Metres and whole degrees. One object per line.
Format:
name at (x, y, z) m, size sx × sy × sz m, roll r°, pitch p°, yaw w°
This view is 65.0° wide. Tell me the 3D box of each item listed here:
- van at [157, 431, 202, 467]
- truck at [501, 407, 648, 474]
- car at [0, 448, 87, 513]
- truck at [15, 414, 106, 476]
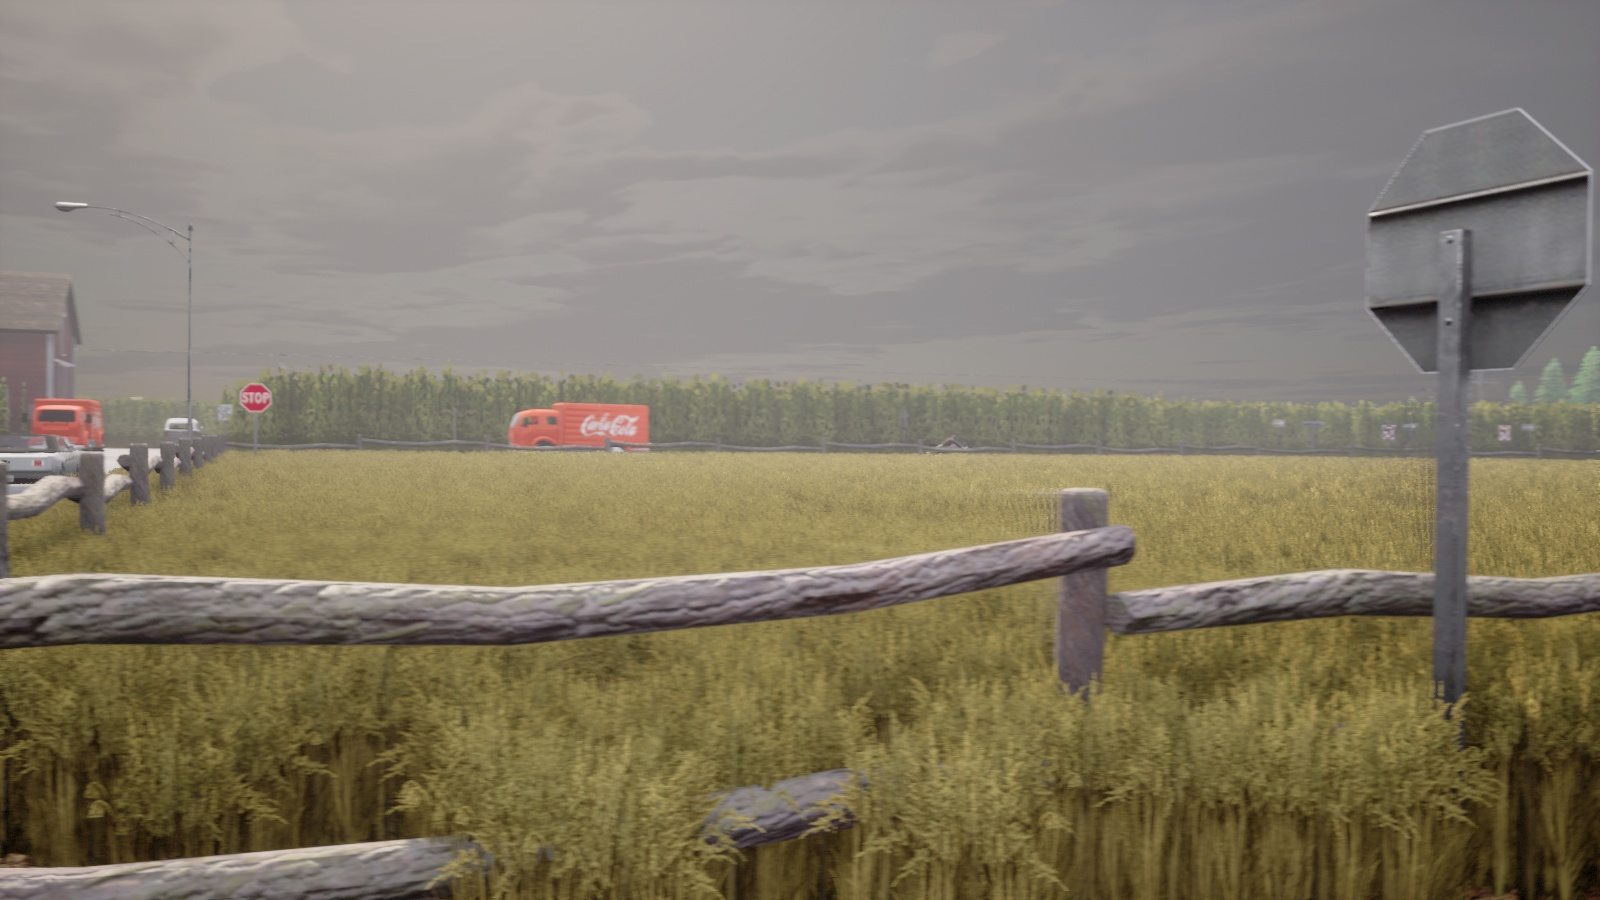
van at (-36.793, -0.042, 74.522) m, size 2.069 × 2.038 × 4.480 m, roll -1°, pitch 0°, yaw -23°
truck at (-8.827, -0.382, 49.029) m, size 5.204 × 2.467 × 2.627 m, roll 0°, pitch 1°, yaw -22°
car at (-17.796, 0.659, 28.820) m, size 1.895 × 1.301 × 4.718 m, roll -1°, pitch 1°, yaw -23°
truck at (-31.453, -0.232, 53.571) m, size 2.627 × 2.467 × 5.204 m, roll -1°, pitch 1°, yaw -23°
